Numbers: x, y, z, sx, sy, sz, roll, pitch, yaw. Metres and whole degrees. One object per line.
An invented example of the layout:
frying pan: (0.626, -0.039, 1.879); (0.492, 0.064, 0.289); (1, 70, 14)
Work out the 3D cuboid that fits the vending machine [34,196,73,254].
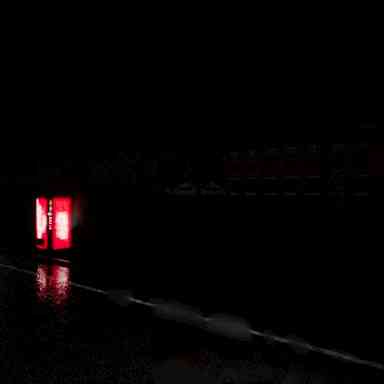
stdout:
vending machine: (-5.269, 1.195, 12.683); (0.880, 2.100, 1.100); (0, 0, 36)
